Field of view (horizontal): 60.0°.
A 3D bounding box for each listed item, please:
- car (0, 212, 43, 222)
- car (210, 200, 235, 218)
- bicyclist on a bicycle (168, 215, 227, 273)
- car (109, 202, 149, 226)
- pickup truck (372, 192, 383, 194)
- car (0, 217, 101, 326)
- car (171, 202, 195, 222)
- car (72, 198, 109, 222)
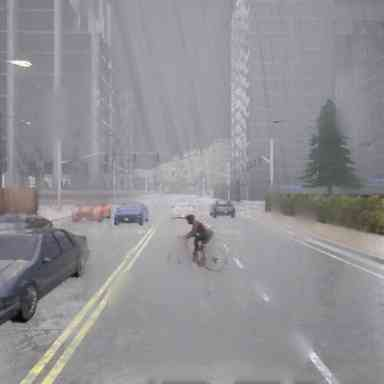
[{"bbox_3d":[-7.486,1.563,14.177,1.994,1.385,4.181,0,0,-2],"label":"car"},{"bbox_3d":[2.717,1.492,30.300,2.128,1.511,4.902,0,0,-3],"label":"car"},{"bbox_3d":[0.139,1.455,9.281,1.656,1.620,0.582,-2,0,-2],"label":"bicyclist on a bicycle"},{"bbox_3d":[-4.214,1.478,23.592,1.882,1.535,5.008,0,0,-1],"label":"car"},{"bbox_3d":[39.556,1.059,69.008,6.274,2.098,2.390,0,0,28],"label":"pickup truck"},{"bbox_3d":[-3.783,1.547,7.451,2.033,1.411,5.357,0,0,-2],"label":"car"},{"bbox_3d":[-0.699,1.526,26.566,1.812,1.442,4.674,0,0,-2],"label":"car"},{"bbox_3d":[-7.767,1.352,26.074,2.097,1.767,4.553,0,0,-2],"label":"car"}]
